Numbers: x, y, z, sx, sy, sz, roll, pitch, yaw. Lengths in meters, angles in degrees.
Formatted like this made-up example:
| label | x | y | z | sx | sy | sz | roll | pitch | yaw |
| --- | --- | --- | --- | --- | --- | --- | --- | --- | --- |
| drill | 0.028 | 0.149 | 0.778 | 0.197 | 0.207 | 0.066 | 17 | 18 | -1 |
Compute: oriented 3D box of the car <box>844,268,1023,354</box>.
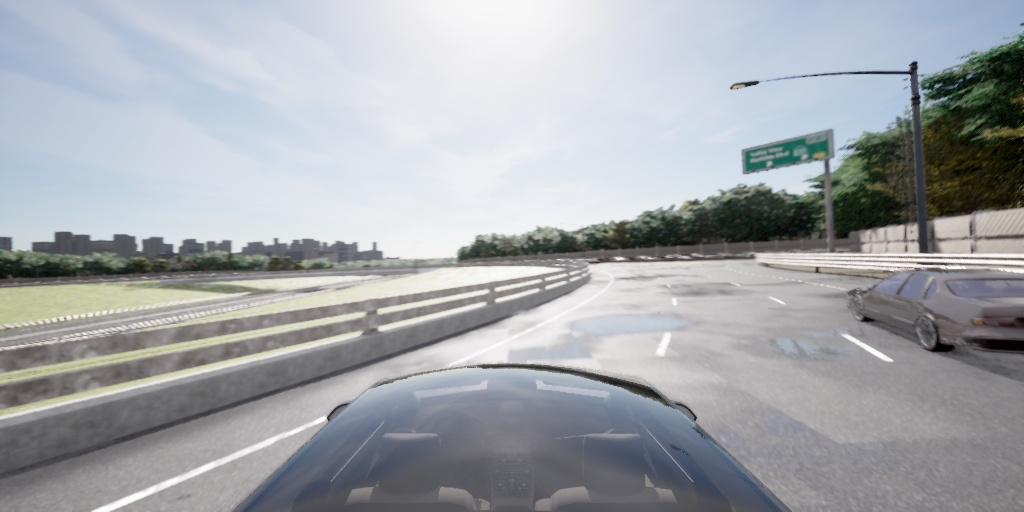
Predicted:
| label | x | y | z | sx | sy | sz | roll | pitch | yaw |
| --- | --- | --- | --- | --- | --- | --- | --- | --- | --- |
| car | 8.778 | 0.956 | 7.206 | 2.033 | 1.411 | 5.357 | -3 | -1 | 27 |
